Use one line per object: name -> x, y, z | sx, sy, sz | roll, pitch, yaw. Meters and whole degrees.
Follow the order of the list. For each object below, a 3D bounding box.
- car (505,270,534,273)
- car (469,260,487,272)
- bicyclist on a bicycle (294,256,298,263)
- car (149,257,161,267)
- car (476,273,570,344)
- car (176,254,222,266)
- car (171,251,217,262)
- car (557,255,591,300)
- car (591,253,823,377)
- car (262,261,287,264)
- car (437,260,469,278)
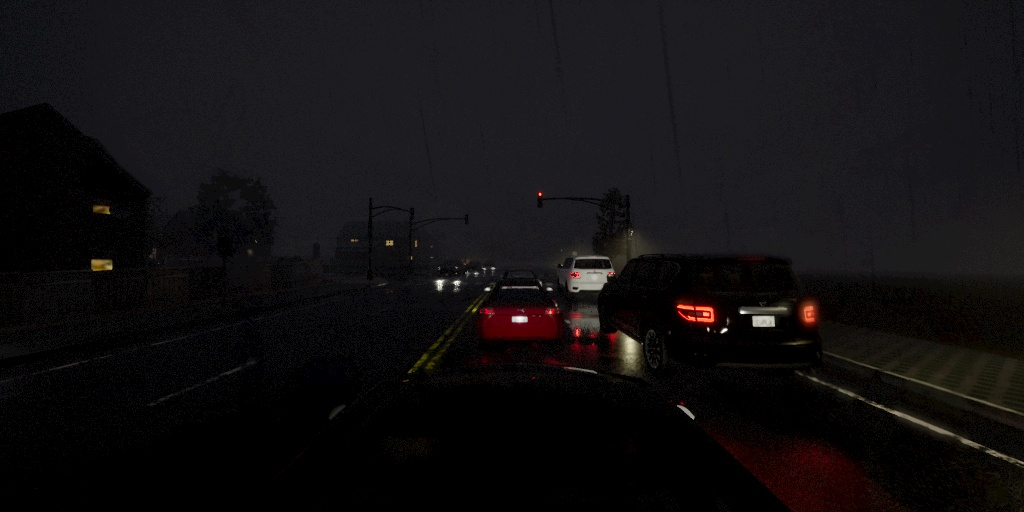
car -> 0.343, 1.364, 18.443 | 1.895, 1.301, 4.718 | 0, 0, -3
car -> -5.207, 1.373, 49.389 | 2.033, 1.411, 5.357 | 0, 0, 3
bicyclist on a bicycle -> -24.185, 0.781, 40.223 | 0.582, 1.620, 1.656 | 1, -1, 16
car -> -40.287, 0.625, 38.642 | 4.892, 1.490, 1.837 | 1, -1, 16
car -> 0.178, 1.319, 9.634 | 1.994, 1.385, 4.181 | 0, 0, 0
car -> -30.408, 0.829, 35.872 | 5.357, 1.411, 2.033 | 1, -1, 16
car -> -35.639, 0.467, 40.390 | 5.566, 2.045, 2.150 | 1, -1, 16
car -> 3.555, 0.983, 17.870 | 2.150, 2.045, 5.566 | 0, 0, 1
car -> 3.402, 0.974, 7.512 | 2.150, 2.045, 5.566 | 0, 0, 0
car -> -20.868, 0.940, 33.205 | 4.892, 1.490, 1.837 | 1, -1, 16
car -> -5.874, 1.145, 35.065 | 2.097, 1.767, 4.553 | 0, 0, 2
